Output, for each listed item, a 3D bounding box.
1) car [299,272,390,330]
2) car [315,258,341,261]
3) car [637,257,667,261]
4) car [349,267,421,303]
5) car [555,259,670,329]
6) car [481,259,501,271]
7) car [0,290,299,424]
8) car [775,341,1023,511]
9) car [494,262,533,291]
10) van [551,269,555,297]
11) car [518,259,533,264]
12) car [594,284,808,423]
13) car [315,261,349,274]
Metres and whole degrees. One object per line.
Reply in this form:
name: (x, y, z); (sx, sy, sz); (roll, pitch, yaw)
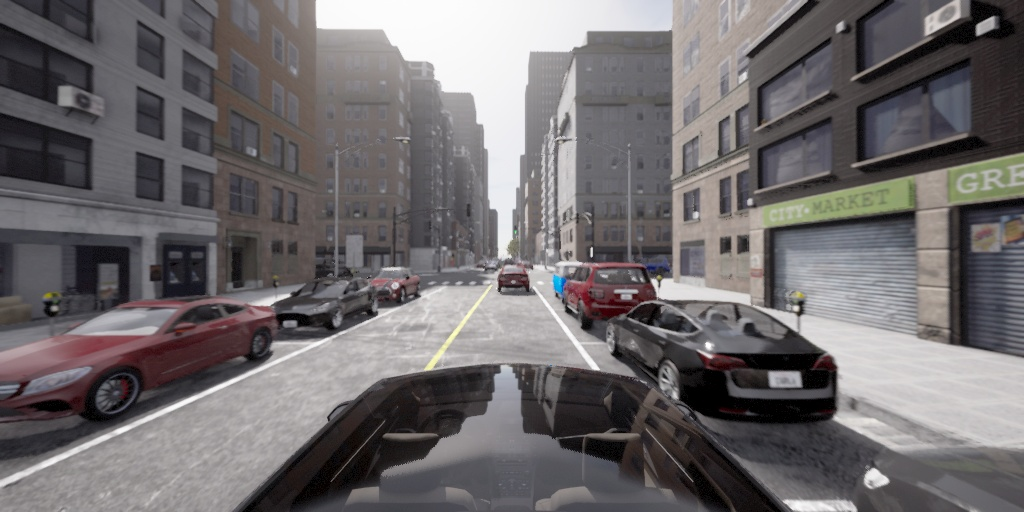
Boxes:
car: (-5.669, 1.368, 11.344); (1.948, 1.339, 4.313); (0, 0, 0)
car: (-18.623, 1.180, 36.797); (5.566, 2.045, 2.150); (0, 0, 0)
car: (14.827, 1.171, 40.414); (5.566, 2.045, 2.150); (0, 0, 2)
car: (-5.670, 1.272, 16.869); (1.967, 1.591, 4.097); (0, 0, 0)
car: (2.857, 1.117, 11.351); (2.192, 1.841, 5.009); (0, 0, 0)
car: (-3.242, 1.610, 55.397); (2.033, 1.411, 5.357); (0, 0, -1)
car: (-5.669, 1.354, 5.819); (1.802, 1.307, 4.207); (0, 0, 0)
car: (2.857, 1.293, 0.304); (2.007, 1.370, 4.403); (0, 0, 0)
car: (0.097, 1.343, 22.823); (1.882, 1.535, 5.008); (0, 0, 0)
van: (2.856, 1.174, 16.874); (1.690, 1.789, 3.998); (0, 0, 0)
car: (2.569, 1.537, 60.763); (1.967, 1.591, 4.097); (0, 0, -1)
car: (2.857, 1.338, 5.827); (1.948, 1.339, 4.313); (0, 0, 0)
car: (-17.988, 1.441, 33.550); (4.892, 1.490, 1.837); (0, 0, 0)
